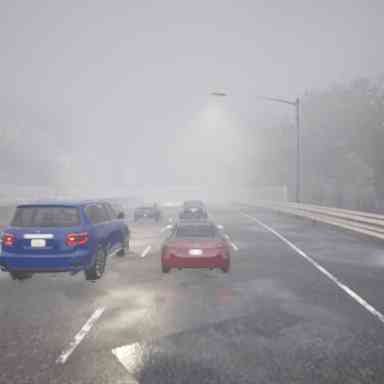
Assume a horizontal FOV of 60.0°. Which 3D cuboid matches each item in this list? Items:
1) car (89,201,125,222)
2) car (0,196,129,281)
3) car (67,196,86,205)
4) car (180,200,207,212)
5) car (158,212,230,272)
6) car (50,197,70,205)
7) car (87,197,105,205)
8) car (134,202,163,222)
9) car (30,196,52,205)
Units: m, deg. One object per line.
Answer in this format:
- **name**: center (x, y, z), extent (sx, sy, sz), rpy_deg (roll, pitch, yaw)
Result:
- **car**: center (-6.893, 1.549, 27.548), extent (1.812, 1.442, 4.674), rpy_deg (0, 0, 0)
- **car**: center (-3.398, 1.227, 10.035), extent (2.150, 2.045, 5.566), rpy_deg (0, 0, 0)
- **car**: center (-20.999, 1.580, 60.769), extent (1.837, 1.490, 4.892), rpy_deg (0, 0, 0)
- **car**: center (0.106, 1.374, 26.274), extent (2.097, 1.767, 4.553), rpy_deg (0, 0, 0)
- **car**: center (0.102, 1.570, 10.837), extent (1.994, 1.385, 4.181), rpy_deg (0, 0, 0)
- **car**: center (-24.489, 1.610, 62.022), extent (1.812, 1.442, 4.674), rpy_deg (0, 0, 0)
- **car**: center (-17.497, 1.683, 60.782), extent (1.895, 1.301, 4.718), rpy_deg (0, 0, 0)
- **car**: center (-3.393, 1.514, 26.508), extent (2.128, 1.511, 4.902), rpy_deg (0, 0, 0)
- **car**: center (-27.986, 1.584, 61.861), extent (1.837, 1.490, 4.892), rpy_deg (0, 0, 0)
